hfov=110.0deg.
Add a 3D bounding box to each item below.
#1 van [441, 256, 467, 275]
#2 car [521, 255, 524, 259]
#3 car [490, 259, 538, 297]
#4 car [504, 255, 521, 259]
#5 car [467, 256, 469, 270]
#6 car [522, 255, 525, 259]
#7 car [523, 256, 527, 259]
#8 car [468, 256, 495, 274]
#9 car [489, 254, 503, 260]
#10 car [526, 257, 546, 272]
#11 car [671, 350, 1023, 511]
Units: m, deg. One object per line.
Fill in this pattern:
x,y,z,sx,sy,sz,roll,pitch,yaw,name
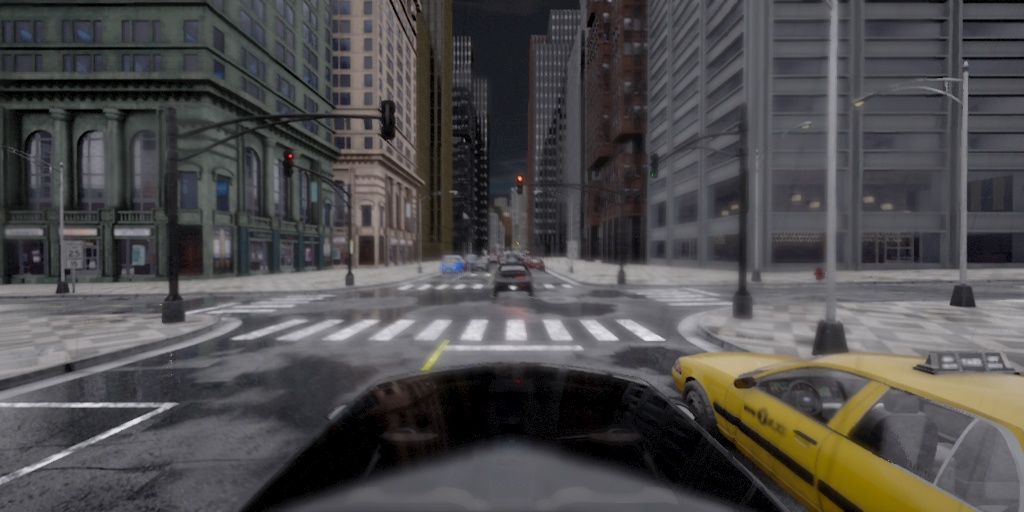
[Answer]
-5.762,0.867,34.882,1.690,1.789,3.998,0,0,0,van
2.801,0.912,57.131,1.751,1.417,4.829,0,0,0,car
0.080,1.110,17.983,1.837,1.490,4.892,-1,0,0,car
0.085,0.931,60.156,1.994,1.385,4.181,0,0,0,car
-5.758,1.035,40.407,1.888,1.381,4.507,0,0,0,car
2.800,0.966,51.435,1.888,1.381,4.507,0,0,0,car
2.798,1.000,45.910,1.888,1.381,4.507,0,0,0,car
-3.080,1.018,36.724,1.837,1.490,4.892,0,0,0,car
-3.004,0.717,60.447,2.097,1.767,4.553,0,0,1,car
2.797,1.035,40.385,1.888,1.381,4.507,0,0,0,car
2.769,1.271,2.463,1.751,1.417,4.829,0,0,0,car
